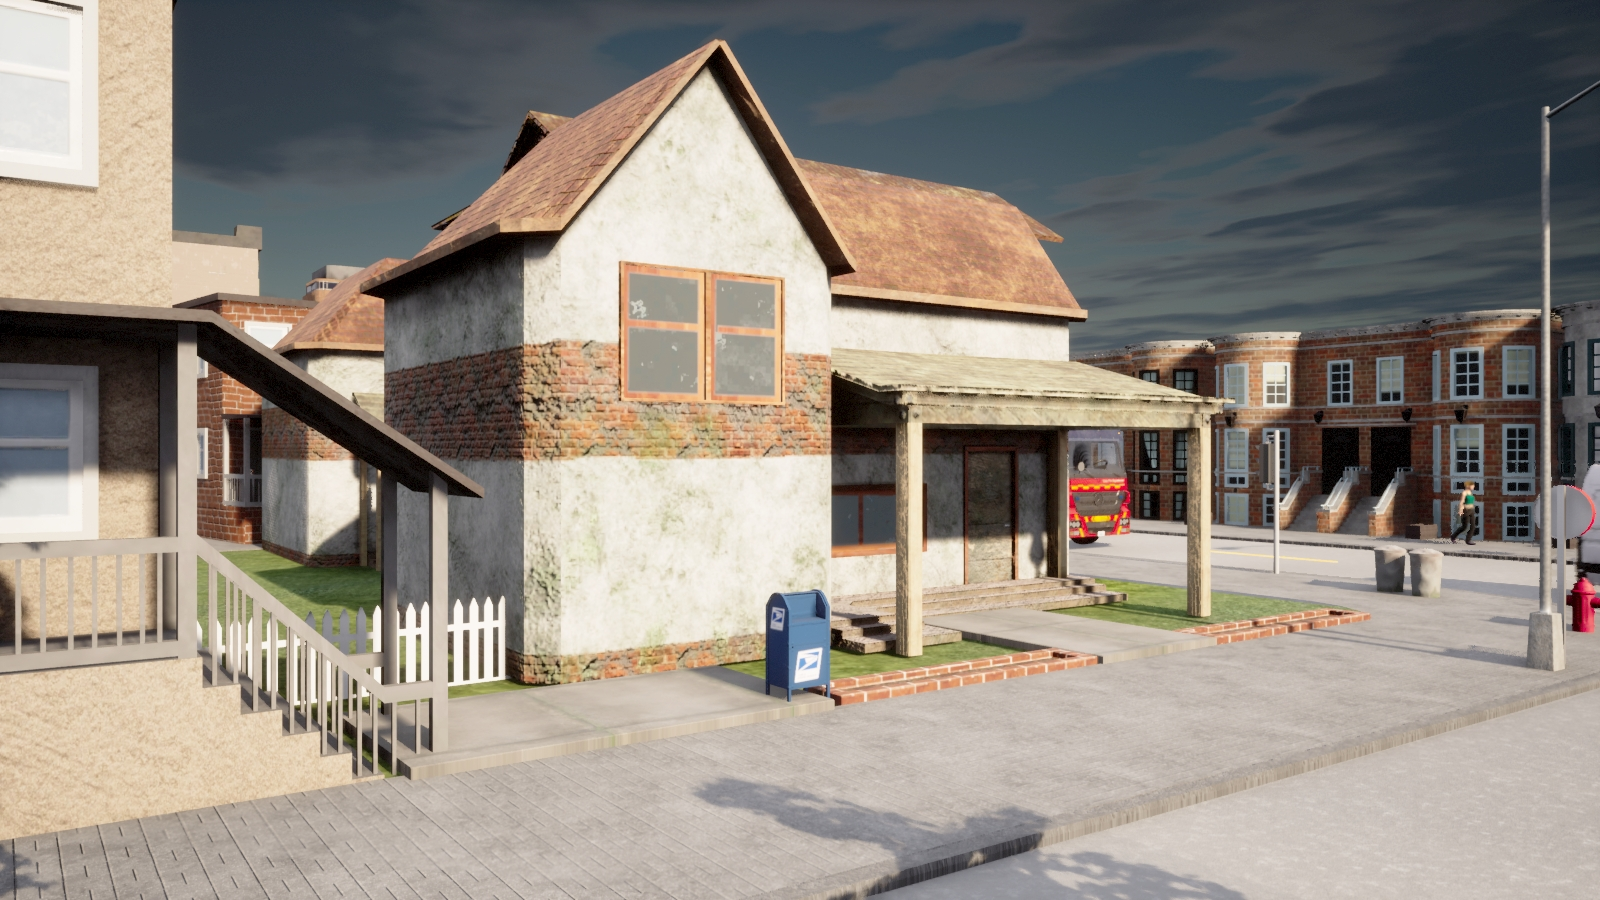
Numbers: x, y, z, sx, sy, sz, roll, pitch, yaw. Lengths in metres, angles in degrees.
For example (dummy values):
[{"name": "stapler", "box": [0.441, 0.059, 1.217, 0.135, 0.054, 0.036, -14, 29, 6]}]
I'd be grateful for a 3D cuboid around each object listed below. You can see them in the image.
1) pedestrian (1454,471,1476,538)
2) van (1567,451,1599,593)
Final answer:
[{"name": "pedestrian", "box": [18.612, 1.511, 31.970, 0.375, 1.860, 0.375, 0, 0, -28]}, {"name": "van", "box": [16.186, 1.305, 18.738, 1.988, 2.561, 5.915, 1, 0, -21]}]
